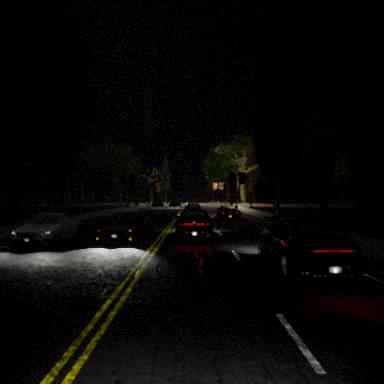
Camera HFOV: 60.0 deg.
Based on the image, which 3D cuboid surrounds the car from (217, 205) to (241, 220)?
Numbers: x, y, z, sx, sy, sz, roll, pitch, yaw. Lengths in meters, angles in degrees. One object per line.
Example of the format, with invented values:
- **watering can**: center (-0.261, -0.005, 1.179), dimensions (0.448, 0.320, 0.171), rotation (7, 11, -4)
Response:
- **car**: center (3.383, 1.889, 31.584), dimensions (1.895, 1.301, 4.718), rotation (0, -1, 0)

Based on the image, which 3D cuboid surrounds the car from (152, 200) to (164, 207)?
- **car**: center (-6.435, 2.169, 63.184), dimensions (2.033, 1.411, 5.357), rotation (0, -1, 0)

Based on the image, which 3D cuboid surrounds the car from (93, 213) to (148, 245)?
- **car**: center (-3.334, 1.708, 16.176), dimensions (1.994, 1.385, 4.181), rotation (0, -1, 0)

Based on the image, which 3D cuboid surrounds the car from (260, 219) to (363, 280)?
- **car**: center (3.359, 1.593, 10.197), dimensions (1.837, 1.490, 4.892), rotation (0, -1, 0)

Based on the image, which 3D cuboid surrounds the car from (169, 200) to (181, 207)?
- **car**: center (-3.186, 2.187, 63.038), dimensions (1.994, 1.385, 4.181), rotation (0, -1, 0)

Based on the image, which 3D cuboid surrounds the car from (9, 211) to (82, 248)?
- **car**: center (-6.584, 1.664, 15.579), dimensions (1.812, 1.442, 4.674), rotation (0, -1, 0)

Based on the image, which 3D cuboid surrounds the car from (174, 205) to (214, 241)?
- **car**: center (0.118, 1.661, 17.523), dimensions (1.837, 1.490, 4.892), rotation (0, -1, 0)
